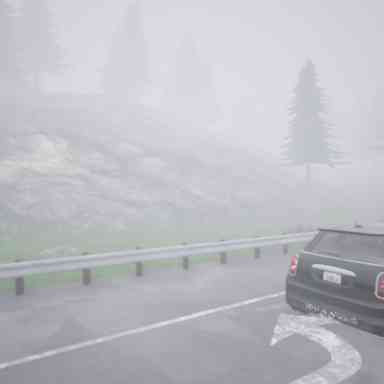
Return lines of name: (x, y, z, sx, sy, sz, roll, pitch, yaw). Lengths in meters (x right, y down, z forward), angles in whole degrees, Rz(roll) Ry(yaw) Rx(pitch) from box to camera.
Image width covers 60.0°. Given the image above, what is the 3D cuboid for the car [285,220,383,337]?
car: (3.929, 1.348, 6.354, 4.553, 1.767, 2.097, 0, 0, -34)
